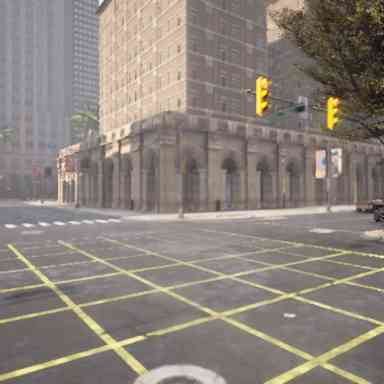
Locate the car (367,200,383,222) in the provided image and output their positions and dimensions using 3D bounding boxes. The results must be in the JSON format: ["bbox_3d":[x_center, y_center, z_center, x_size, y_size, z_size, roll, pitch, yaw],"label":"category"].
[{"bbox_3d":[15.419,1.467,24.807,4.892,1.490,1.837,0,0,-35],"label":"car"}]

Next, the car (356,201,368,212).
[{"bbox_3d":[19.752,1.543,36.067,4.718,1.301,1.895,0,0,-36],"label":"car"}]
